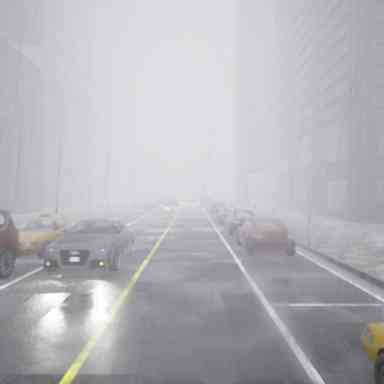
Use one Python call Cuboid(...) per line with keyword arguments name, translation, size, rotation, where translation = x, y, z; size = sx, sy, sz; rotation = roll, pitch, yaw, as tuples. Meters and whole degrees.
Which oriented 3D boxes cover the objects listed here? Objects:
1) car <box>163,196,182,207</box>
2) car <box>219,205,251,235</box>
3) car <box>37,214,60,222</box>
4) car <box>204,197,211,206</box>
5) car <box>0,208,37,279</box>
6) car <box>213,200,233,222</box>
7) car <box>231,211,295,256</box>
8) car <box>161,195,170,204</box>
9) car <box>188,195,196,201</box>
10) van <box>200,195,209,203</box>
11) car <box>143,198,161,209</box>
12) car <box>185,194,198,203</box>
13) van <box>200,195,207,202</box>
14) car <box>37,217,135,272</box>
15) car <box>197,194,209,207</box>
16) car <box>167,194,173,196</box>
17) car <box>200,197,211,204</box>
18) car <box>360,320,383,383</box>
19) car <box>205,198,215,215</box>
Cuboid(name="car", translation=(-3.064, 1.699, 52.702), size=(1.994, 1.385, 4.181), rotation=(0, 0, 0))
Cuboid(name="car", translation=(2.765, 1.624, 18.575), size=(1.802, 1.307, 4.206), rotation=(0, 0, 0))
Cuboid(name="car", translation=(-5.761, 1.555, 12.775), size=(1.752, 1.417, 4.829), rotation=(0, 0, 0))
Cuboid(name="car", translation=(2.767, 1.647, 41.051), size=(1.887, 1.381, 4.507), rotation=(0, 0, 0))
Cuboid(name="car", translation=(-5.761, 1.332, 7.327), size=(2.192, 1.841, 5.009), rotation=(0, 0, 0))
Cuboid(name="car", translation=(2.766, 1.582, 24.364), size=(1.752, 1.417, 4.829), rotation=(0, 0, 0))
Cuboid(name="car", translation=(2.764, 1.611, 12.957), size=(1.802, 1.307, 4.206), rotation=(0, 0, 0))
Cuboid(name="car", translation=(-5.755, 1.711, 63.510), size=(1.887, 1.381, 4.507), rotation=(0, 0, 0))
Cuboid(name="car", translation=(0.012, 1.593, 92.630), size=(2.128, 1.511, 4.902), rotation=(0, 0, 0))
Cuboid(name="van", translation=(2.771, 1.539, 74.764), size=(1.690, 1.788, 3.998), rotation=(0, 0, 0))
Cuboid(name="car", translation=(-5.757, 1.701, 46.655), size=(1.802, 1.307, 4.206), rotation=(0, 0, 0))
Cuboid(name="car", translation=(0.009, 1.659, 72.321), size=(2.033, 1.411, 5.357), rotation=(0, 0, 0))
Cuboid(name="van", translation=(2.772, 1.556, 80.382), size=(1.690, 1.788, 3.998), rotation=(0, 0, 0))
Cuboid(name="car", translation=(-3.099, 1.589, 10.769), size=(1.994, 1.385, 4.181), rotation=(0, 0, 0))
Cuboid(name="car", translation=(2.394, 1.493, 53.700), size=(2.097, 1.767, 4.553), rotation=(0, 0, 0))
Cuboid(name="car", translation=(-5.753, 1.798, 80.365), size=(1.802, 1.307, 4.206), rotation=(0, 0, 0))
Cuboid(name="car", translation=(2.771, 1.733, 69.144), size=(2.008, 1.369, 4.403), rotation=(0, 0, 0))
Cuboid(name="car", translation=(2.763, 1.530, 1.889), size=(1.752, 1.417, 4.829), rotation=(0, 0, 0))
Cuboid(name="car", translation=(2.767, 1.653, 35.432), size=(1.947, 1.339, 4.313), rotation=(0, 0, 0))
